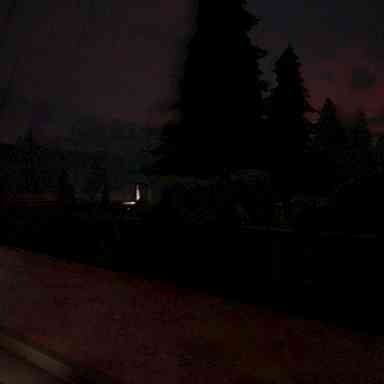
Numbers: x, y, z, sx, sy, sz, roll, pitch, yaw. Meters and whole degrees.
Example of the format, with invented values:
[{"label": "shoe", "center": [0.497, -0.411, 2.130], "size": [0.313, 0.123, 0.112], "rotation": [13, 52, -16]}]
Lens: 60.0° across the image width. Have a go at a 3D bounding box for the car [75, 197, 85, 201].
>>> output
[{"label": "car", "center": [-18.268, 1.488, 49.452], "size": [2.128, 1.511, 4.902], "rotation": [0, 0, 36]}]
